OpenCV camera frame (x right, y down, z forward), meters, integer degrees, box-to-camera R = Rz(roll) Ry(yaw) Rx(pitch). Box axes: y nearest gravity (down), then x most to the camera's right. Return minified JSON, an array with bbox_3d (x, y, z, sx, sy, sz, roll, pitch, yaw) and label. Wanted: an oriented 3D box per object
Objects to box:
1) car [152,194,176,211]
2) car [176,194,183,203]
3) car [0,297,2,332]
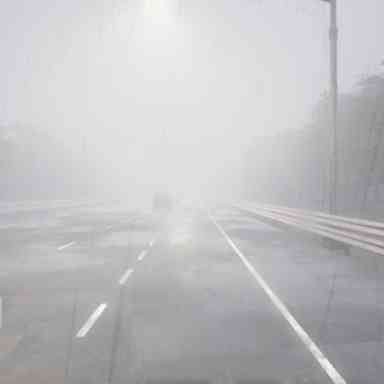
[{"bbox_3d":[-3.515,1.252,40.581,2.150,2.045,5.566,0,0,0],"label":"car"},{"bbox_3d":[-3.438,1.624,69.729,1.994,1.385,4.181,0,0,0],"label":"car"},{"bbox_3d":[-3.502,1.222,1.888,2.150,2.045,5.566,0,0,0],"label":"car"}]
